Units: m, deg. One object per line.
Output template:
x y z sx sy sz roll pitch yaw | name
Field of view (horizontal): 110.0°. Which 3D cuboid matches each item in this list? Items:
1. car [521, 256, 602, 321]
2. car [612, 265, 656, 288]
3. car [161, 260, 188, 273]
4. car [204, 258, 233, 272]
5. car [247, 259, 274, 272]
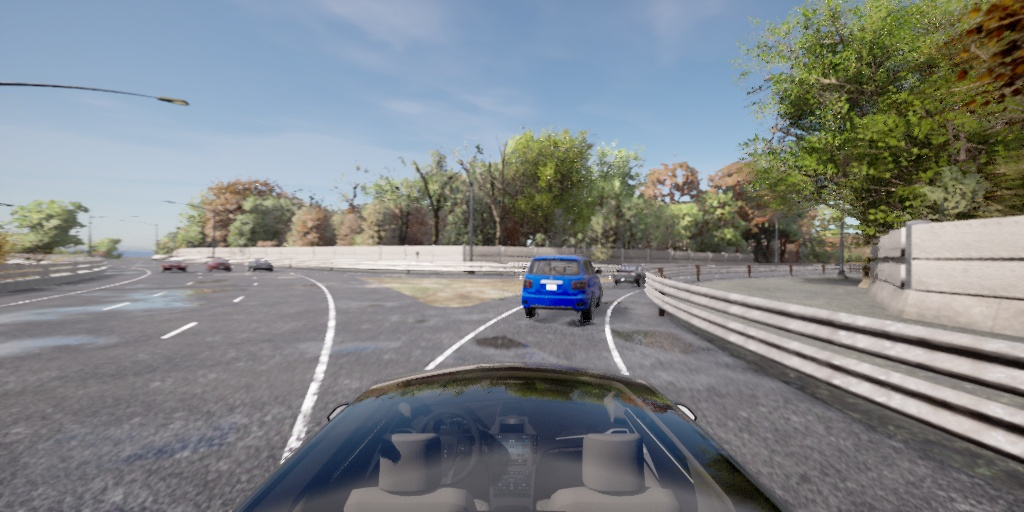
1.975 1.018 13.012 2.150 2.045 5.566 0 0 18 | car
8.883 1.396 25.813 2.128 1.511 4.902 0 0 38 | car
-34.406 1.007 36.516 4.718 1.301 1.895 1 0 45 | car
-31.485 0.971 38.494 4.674 1.442 1.812 1 0 45 | car
-28.065 1.053 39.986 1.994 1.385 4.181 1 0 -44 | car
